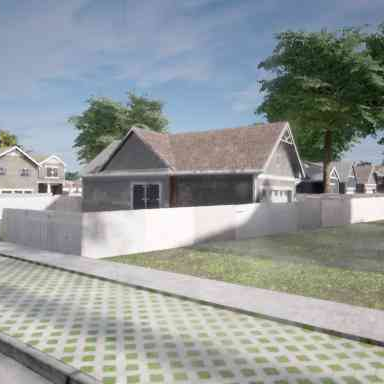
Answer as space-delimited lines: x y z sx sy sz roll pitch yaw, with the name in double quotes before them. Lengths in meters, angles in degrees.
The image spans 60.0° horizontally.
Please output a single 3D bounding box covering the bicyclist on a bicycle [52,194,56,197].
"bicyclist on a bicycle" -13.073 1.028 31.582 1.656 1.620 0.582 0 1 34
